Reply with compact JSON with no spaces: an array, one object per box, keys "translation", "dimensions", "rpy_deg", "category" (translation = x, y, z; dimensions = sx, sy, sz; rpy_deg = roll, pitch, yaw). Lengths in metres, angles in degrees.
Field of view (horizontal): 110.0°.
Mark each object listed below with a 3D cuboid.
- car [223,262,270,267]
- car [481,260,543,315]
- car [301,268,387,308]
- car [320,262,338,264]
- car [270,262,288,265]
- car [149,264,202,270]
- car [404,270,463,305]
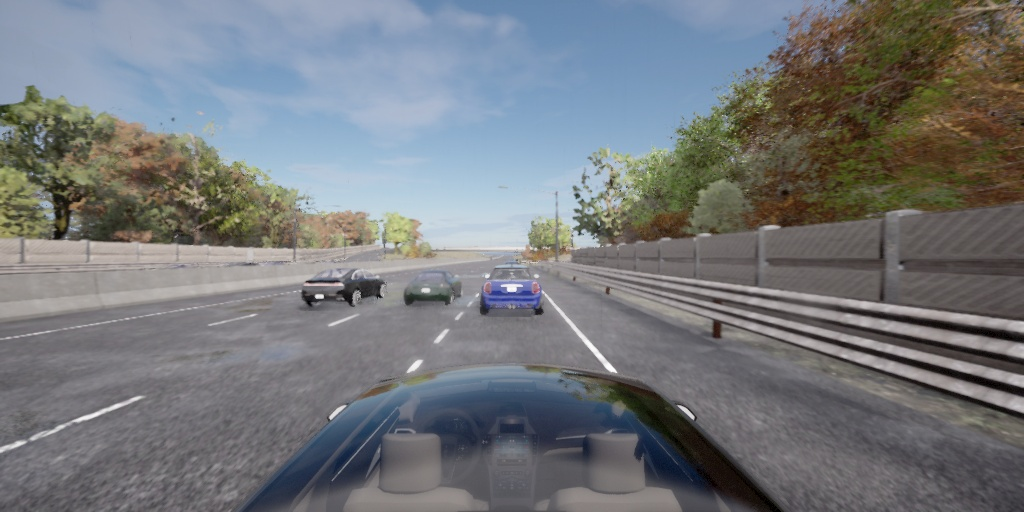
[{"translation":[-24.582,1.293,32.213],"dimensions":[1.837,1.490,4.892],"rpy_deg":[0,1,0],"category":"car"},{"translation":[-0.008,1.111,13.839],"dimensions":[2.097,1.767,4.553],"rpy_deg":[0,0,0],"category":"car"},{"translation":[-6.905,1.252,15.282],"dimensions":[2.128,1.511,4.902],"rpy_deg":[0,0,0],"category":"car"},{"translation":[-21.098,1.361,41.364],"dimensions":[2.033,1.411,5.357],"rpy_deg":[0,0,0],"category":"car"},{"translation":[-28.090,1.363,42.132],"dimensions":[2.033,1.411,5.357],"rpy_deg":[0,0,0],"category":"car"},{"translation":[-31.598,1.396,34.212],"dimensions":[1.895,1.301,4.718],"rpy_deg":[0,0,0],"category":"car"},{"translation":[-3.405,1.326,16.161],"dimensions":[1.994,1.385,4.181],"rpy_deg":[0,0,0],"category":"car"}]
